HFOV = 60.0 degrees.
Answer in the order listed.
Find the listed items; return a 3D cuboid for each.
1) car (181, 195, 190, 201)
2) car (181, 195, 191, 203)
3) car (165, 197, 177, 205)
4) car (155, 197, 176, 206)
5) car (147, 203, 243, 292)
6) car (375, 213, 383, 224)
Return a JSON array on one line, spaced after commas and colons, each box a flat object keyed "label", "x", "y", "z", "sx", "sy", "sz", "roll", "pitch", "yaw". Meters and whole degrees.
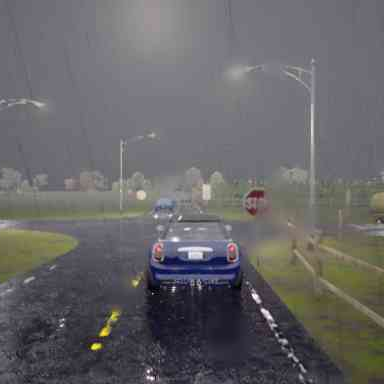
[{"label": "car", "x": -1.518, "y": 1.418, "z": 79.096, "sx": 2.128, "sy": 1.511, "sz": 4.902, "roll": 0, "pitch": 0, "yaw": -2}, {"label": "car", "x": -1.158, "y": 1.469, "z": 69.312, "sx": 1.994, "sy": 1.385, "sz": 4.181, "roll": 0, "pitch": 0, "yaw": -2}, {"label": "car", "x": -3.679, "y": 1.531, "z": 59.331, "sx": 1.895, "sy": 1.301, "sz": 4.718, "roll": 0, "pitch": 0, "yaw": -1}, {"label": "car", "x": -3.237, "y": 1.439, "z": 39.263, "sx": 1.882, "sy": 1.535, "sz": 5.008, "roll": 0, "pitch": 0, "yaw": -1}, {"label": "car", "x": 0.064, "y": 1.346, "z": 9.111, "sx": 2.097, "sy": 1.767, "sz": 4.553, "roll": 0, "pitch": 0, "yaw": 0}, {"label": "car", "x": 14.686, "y": 1.533, "z": 21.008, "sx": 5.357, "sy": 1.411, "sz": 2.033, "roll": 0, "pitch": 0, "yaw": 10}]
